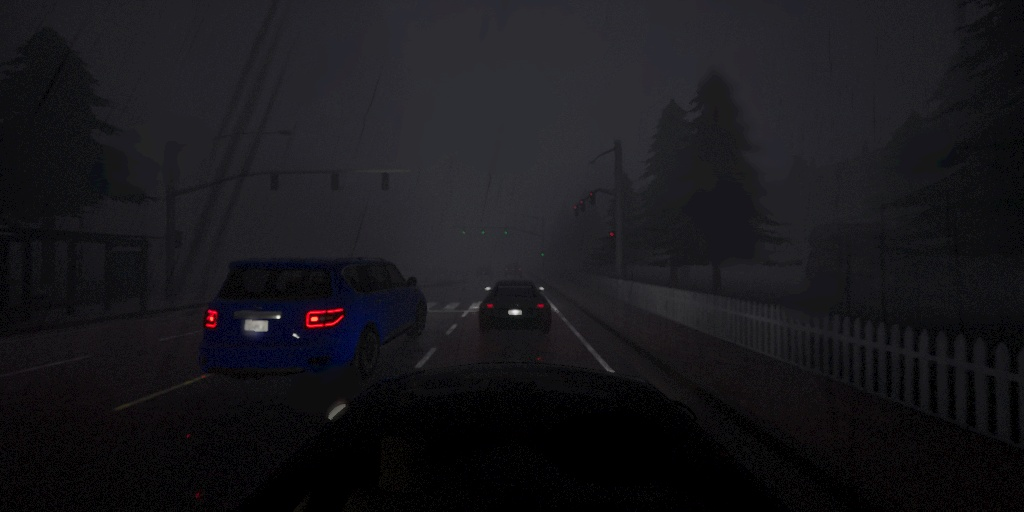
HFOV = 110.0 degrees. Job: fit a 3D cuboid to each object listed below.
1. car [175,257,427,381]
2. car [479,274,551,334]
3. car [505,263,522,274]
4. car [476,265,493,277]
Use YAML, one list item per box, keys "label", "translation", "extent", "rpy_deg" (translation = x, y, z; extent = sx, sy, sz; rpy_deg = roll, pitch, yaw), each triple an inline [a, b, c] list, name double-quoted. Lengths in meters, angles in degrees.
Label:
- label: "car"
  translation: [-3.409, 1.049, 7.493]
  extent: [2.150, 2.045, 5.566]
  rpy_deg: [0, 0, 0]
- label: "car"
  translation: [0.093, 1.436, 11.172]
  extent: [1.994, 1.385, 4.181]
  rpy_deg: [0, -1, 0]
- label: "car"
  translation: [0.163, 1.653, 44.397]
  extent: [2.097, 1.767, 4.553]
  rpy_deg: [0, -1, 0]
- label: "car"
  translation: [-3.338, 1.791, 44.193]
  extent: [2.128, 1.511, 4.902]
  rpy_deg: [0, -1, 0]
